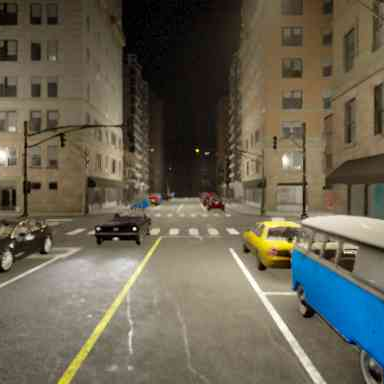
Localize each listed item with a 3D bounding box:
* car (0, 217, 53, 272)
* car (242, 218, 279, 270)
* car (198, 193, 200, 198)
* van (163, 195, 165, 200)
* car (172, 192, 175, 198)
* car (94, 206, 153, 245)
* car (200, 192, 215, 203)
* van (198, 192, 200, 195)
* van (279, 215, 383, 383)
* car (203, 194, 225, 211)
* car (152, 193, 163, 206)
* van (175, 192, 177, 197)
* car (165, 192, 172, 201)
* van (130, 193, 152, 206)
[{"bbox_3d":[-5.862,1.510,10.433,2.008,1.369,4.403,0,0,0],"label":"car"},{"bbox_3d":[2.663,1.483,10.625,1.752,1.417,4.829,0,0,0],"label":"car"},{"bbox_3d":[2.641,1.295,59.991,2.008,1.369,4.403,0,0,0],"label":"car"},{"bbox_3d":[-5.883,1.115,54.386,1.690,1.788,3.998,0,0,0],"label":"van"},{"bbox_3d":[-5.896,1.183,82.318,1.947,1.339,4.313,0,0,0],"label":"car"},{"bbox_3d":[-3.007,1.540,15.377,1.895,1.301,4.718,0,0,0],"label":"car"},{"bbox_3d":[2.645,1.115,48.820,2.192,1.841,5.009,0,0,0],"label":"car"},{"bbox_3d":[2.638,1.055,65.575,1.690,1.788,3.998,0,0,0],"label":"van"},{"bbox_3d":[2.666,1.322,4.785,1.690,1.788,3.998,0,0,0],"label":"van"},{"bbox_3d":[2.651,1.289,37.650,1.967,1.590,4.097,0,0,0],"label":"car"},{"bbox_3d":[-5.880,1.116,48.800,2.192,1.841,5.009,0,0,0],"label":"car"},{"bbox_3d":[-5.901,0.890,93.488,1.690,1.788,3.998,0,0,0],"label":"van"},{"bbox_3d":[-5.890,1.228,71.146,1.887,1.381,4.507,0,0,0],"label":"car"},{"bbox_3d":[-5.875,1.191,37.628,1.690,1.788,3.998,0,0,0],"label":"van"}]
